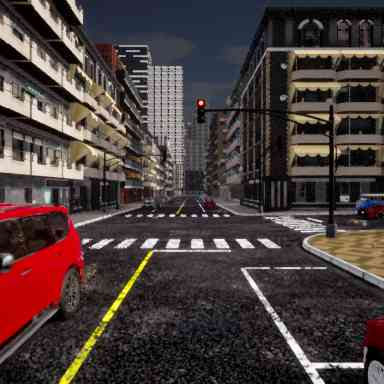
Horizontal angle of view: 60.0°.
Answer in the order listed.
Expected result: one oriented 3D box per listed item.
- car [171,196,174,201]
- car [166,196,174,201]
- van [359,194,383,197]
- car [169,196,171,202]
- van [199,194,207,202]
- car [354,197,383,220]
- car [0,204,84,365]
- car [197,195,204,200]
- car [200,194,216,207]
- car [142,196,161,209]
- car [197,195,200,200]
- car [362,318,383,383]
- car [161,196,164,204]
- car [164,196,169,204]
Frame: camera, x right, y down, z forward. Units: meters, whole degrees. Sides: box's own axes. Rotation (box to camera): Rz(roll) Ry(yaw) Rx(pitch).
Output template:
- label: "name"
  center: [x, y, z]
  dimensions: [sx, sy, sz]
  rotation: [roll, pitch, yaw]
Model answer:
- label: "car"
  center: [-5.831, 1.563, 78.270]
  dimensions: [1.752, 1.417, 4.829]
  rotation: [-1, 0, 0]
- label: "car"
  center: [-5.850, 1.633, 89.496]
  dimensions: [1.802, 1.307, 4.206]
  rotation: [-1, 0, 0]
- label: "van"
  center: [15.596, 1.035, 27.404]
  dimensions: [3.998, 1.788, 1.690]
  rotation: [-1, 1, -1]
- label: "car"
  center: [-5.812, 1.609, 67.385]
  dimensions: [1.802, 1.307, 4.206]
  rotation: [-1, 0, 0]
- label: "van"
  center: [2.547, 1.379, 78.449]
  dimensions: [1.690, 1.788, 3.998]
  rotation: [-1, 0, 0]
- label: "car"
  center: [14.708, 1.294, 24.816]
  dimensions: [4.181, 1.385, 1.994]
  rotation: [-1, 0, -1]
- label: "car"
  center: [-3.155, 1.222, 4.345]
  dimensions: [2.150, 2.045, 5.566]
  rotation: [0, 0, -1]
- label: "car"
  center: [2.521, 1.603, 95.033]
  dimensions: [1.887, 1.381, 4.507]
  rotation: [-1, 0, 0]
- label: "car"
  center: [2.596, 1.454, 50.810]
  dimensions: [1.967, 1.590, 4.097]
  rotation: [-1, 0, 0]
- label: "car"
  center: [-5.773, 1.561, 45.273]
  dimensions: [2.008, 1.369, 4.403]
  rotation: [0, 0, 0]
- label: "car"
  center: [2.569, 1.578, 67.394]
  dimensions: [2.008, 1.369, 4.403]
  rotation: [-1, 0, 0]
- label: "car"
  center: [2.681, 1.544, 1.811]
  dimensions: [1.887, 1.381, 4.507]
  rotation: [0, 0, 0]
- label: "car"
  center: [-5.783, 1.580, 50.801]
  dimensions: [1.947, 1.339, 4.313]
  rotation: [0, 0, 0]
- label: "car"
  center: [-5.804, 1.463, 61.857]
  dimensions: [1.967, 1.590, 4.097]
  rotation: [-1, 0, 0]
